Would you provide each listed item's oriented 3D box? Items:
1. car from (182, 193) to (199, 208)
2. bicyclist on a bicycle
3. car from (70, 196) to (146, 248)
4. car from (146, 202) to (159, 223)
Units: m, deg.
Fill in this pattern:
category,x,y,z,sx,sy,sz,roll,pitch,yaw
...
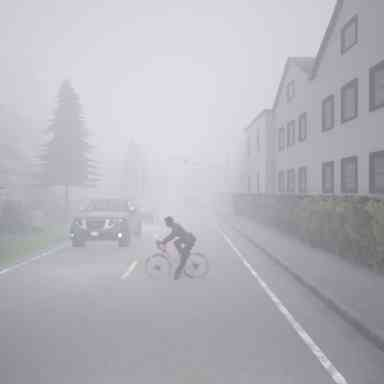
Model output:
category,x,y,z,sx,sy,sz,roll,pitch,yaw
car,-0.168,1.217,46.875,2.150,2.045,5.566,0,0,-3
bicyclist on a bicycle,-0.410,1.448,8.514,1.656,1.620,0.582,-2,0,0
car,-3.672,1.222,15.245,2.150,2.045,5.566,0,0,0
car,-3.663,1.475,25.369,1.882,1.535,5.008,0,0,0
